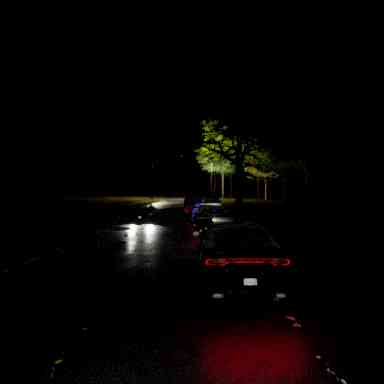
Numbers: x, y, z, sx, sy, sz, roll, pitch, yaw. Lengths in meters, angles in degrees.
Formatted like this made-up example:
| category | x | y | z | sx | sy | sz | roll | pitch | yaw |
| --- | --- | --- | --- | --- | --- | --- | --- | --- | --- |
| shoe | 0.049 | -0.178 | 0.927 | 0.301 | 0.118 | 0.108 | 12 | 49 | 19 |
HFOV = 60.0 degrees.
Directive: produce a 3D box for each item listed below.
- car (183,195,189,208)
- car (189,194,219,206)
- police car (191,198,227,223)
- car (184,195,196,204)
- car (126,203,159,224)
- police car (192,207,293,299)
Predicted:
| category | x | y | z | sx | sy | sz | roll | pitch | yaw |
| --- | --- | --- | --- | --- | --- | --- | --- | --- | --- |
| car | -0.135 | 1.327 | 45.200 | 2.128 | 1.511 | 4.902 | 0 | 0 | 0 |
| car | 1.025 | 1.168 | 24.528 | 2.150 | 2.045 | 5.566 | 0 | 0 | 0 |
| police car | 1.044 | 1.391 | 18.606 | 1.930 | 1.638 | 5.238 | 0 | 0 | 0 |
| car | -0.316 | 1.301 | 59.609 | 2.033 | 1.411 | 5.357 | 0 | 0 | -1 |
| car | -3.532 | 1.508 | 24.473 | 1.994 | 1.385 | 4.181 | 0 | 0 | 0 |
| police car | 1.056 | 1.416 | 8.600 | 1.930 | 1.638 | 5.238 | 0 | 0 | 0 |
